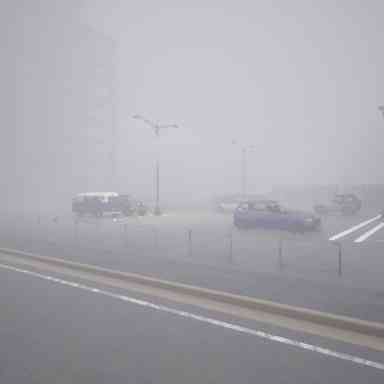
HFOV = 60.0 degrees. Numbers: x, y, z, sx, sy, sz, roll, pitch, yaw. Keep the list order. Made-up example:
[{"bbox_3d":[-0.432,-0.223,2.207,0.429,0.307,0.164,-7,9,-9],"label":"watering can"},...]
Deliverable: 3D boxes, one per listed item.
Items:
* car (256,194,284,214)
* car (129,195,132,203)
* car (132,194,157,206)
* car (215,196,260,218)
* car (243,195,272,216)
[{"bbox_3d":[7.371,1.152,36.825,4.605,1.855,1.932,0,0,36],"label":"car"},{"bbox_3d":[-14.091,1.285,88.647,1.851,1.617,3.988,0,0,36],"label":"car"},{"bbox_3d":[-9.449,1.456,68.933,1.882,1.535,5.008,0,0,35],"label":"car"},{"bbox_3d":[4.156,1.394,32.266,3.806,1.475,1.970,0,0,36],"label":"car"},{"bbox_3d":[5.846,1.362,34.617,3.905,1.438,1.784,0,0,36],"label":"car"}]
